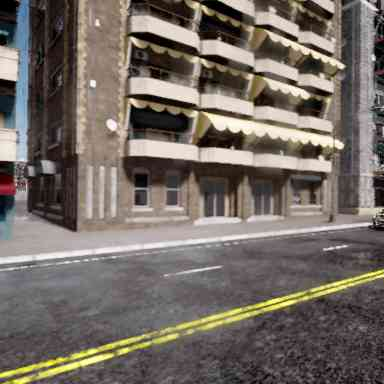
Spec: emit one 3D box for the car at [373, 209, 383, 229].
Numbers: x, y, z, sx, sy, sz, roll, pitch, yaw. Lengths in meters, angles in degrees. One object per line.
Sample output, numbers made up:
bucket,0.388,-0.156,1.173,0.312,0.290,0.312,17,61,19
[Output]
car,13.573,1.478,21.339,4.553,1.767,2.097,0,0,-35
